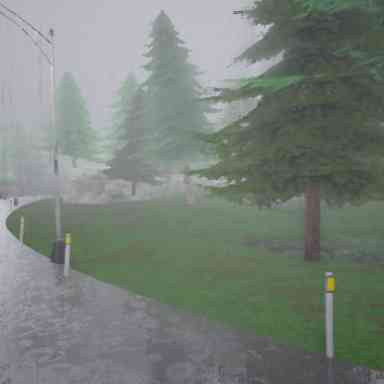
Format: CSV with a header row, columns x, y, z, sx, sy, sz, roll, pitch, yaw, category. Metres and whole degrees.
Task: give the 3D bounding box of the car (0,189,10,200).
x,y,z,sx,sy,sz,roll,pitch,yaw,category
-21.718,0.299,36.428,2.128,1.511,4.902,-3,3,-8,car
